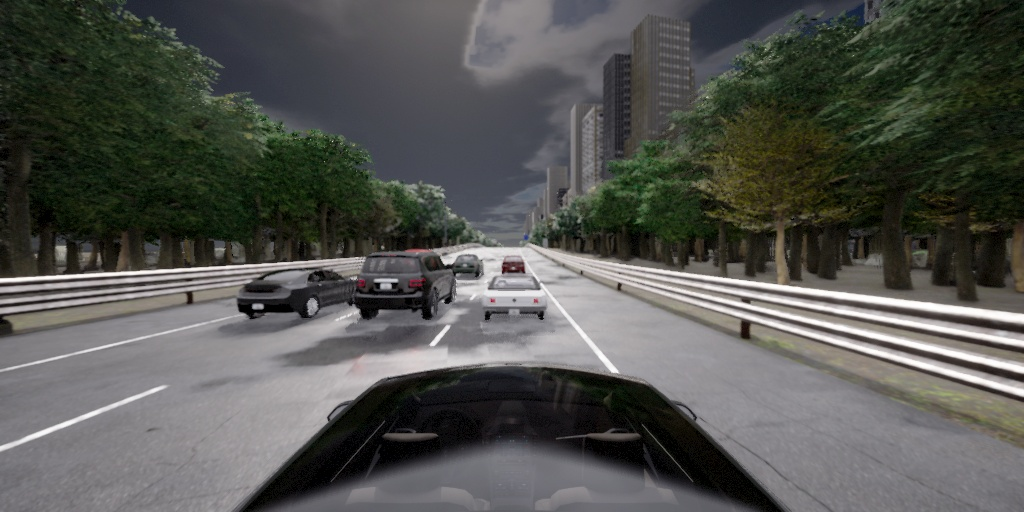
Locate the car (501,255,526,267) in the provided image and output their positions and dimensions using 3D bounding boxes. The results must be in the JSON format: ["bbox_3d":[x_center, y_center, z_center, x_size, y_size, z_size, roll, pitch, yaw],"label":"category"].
[{"bbox_3d":[0.112,0.692,30.052,1.882,1.535,5.008,0,2,0],"label":"car"}]

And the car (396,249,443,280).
[{"bbox_3d":[-6.904,0.519,27.476,2.150,2.045,5.566,0,2,0],"label":"car"}]

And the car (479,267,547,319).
[{"bbox_3d":[0.073,1.247,12.283,1.895,1.301,4.718,0,1,0],"label":"car"}]

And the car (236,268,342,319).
[{"bbox_3d":[-6.928,1.146,12.274,1.837,1.490,4.892,0,0,1],"label":"car"}]

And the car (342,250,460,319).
[{"bbox_3d":[-3.422,0.865,12.481,2.150,2.045,5.566,0,1,0],"label":"car"}]

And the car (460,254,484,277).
[{"bbox_3d":[-3.400,0.624,28.170,2.097,1.767,4.553,0,2,0],"label":"car"}]
